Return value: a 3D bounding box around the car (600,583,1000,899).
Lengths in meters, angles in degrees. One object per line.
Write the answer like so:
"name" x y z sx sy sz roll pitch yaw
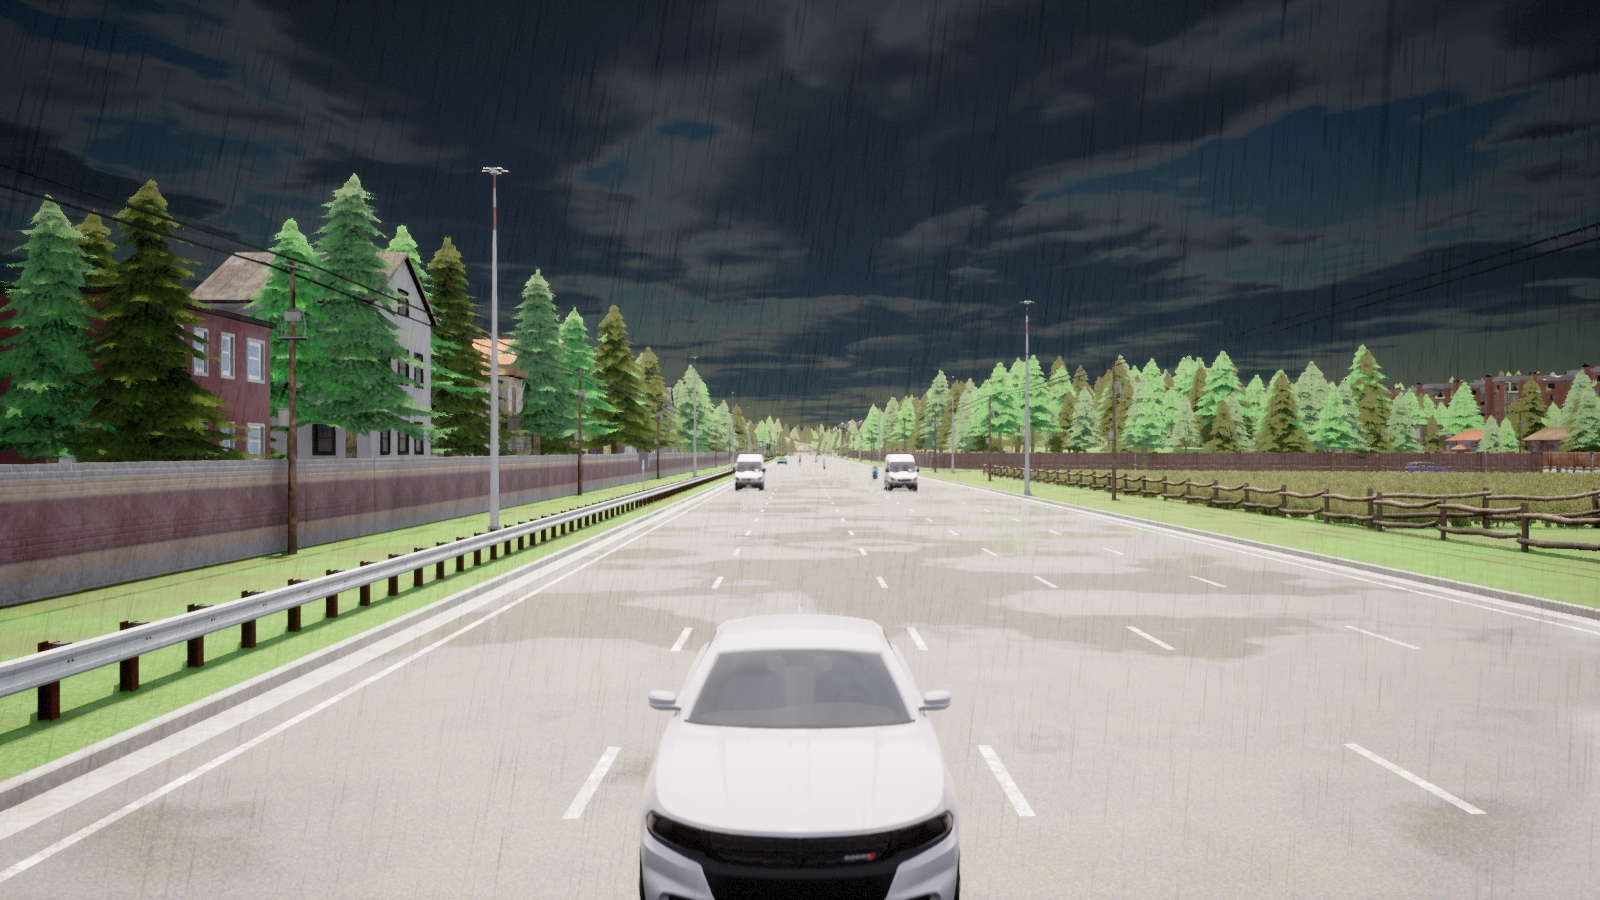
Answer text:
"car" -0.002 2.041 8.490 2.097 1.535 5.006 0 0 0
